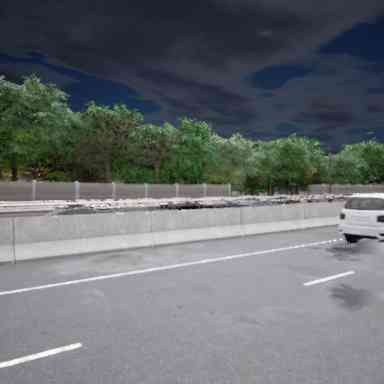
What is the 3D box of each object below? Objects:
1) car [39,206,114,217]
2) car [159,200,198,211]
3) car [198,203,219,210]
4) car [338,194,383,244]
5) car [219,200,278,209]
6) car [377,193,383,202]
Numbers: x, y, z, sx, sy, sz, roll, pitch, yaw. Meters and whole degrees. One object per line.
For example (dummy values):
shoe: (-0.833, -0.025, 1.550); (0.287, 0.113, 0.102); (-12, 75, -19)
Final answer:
car: (-6.233, 1.477, 16.703); (4.892, 1.490, 1.837); (-1, 0, -35)
car: (-0.875, 1.458, 33.199); (4.718, 1.301, 1.895); (-1, 0, -35)
car: (3.312, 1.426, 31.845); (4.718, 1.301, 1.895); (-1, 0, -35)
car: (8.393, 1.091, 13.828); (5.566, 2.045, 2.150); (-1, 0, -35)
car: (5.289, 1.370, 28.956); (5.357, 1.411, 2.033); (-1, 0, -35)
car: (33.888, 0.880, 57.226); (4.674, 1.442, 1.812); (-1, 0, -34)
